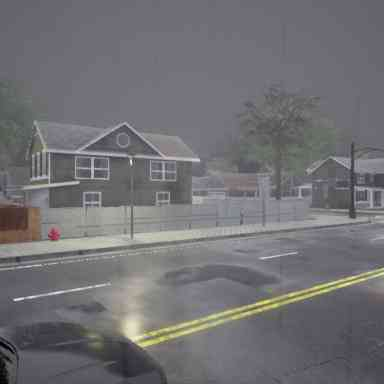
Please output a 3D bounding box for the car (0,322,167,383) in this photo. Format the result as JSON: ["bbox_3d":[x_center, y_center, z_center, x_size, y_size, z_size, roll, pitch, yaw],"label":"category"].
[{"bbox_3d":[-2.380,1.506,1.740,4.892,1.490,1.837,0,0,-35],"label":"car"}]
